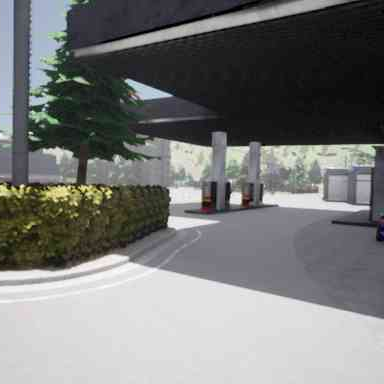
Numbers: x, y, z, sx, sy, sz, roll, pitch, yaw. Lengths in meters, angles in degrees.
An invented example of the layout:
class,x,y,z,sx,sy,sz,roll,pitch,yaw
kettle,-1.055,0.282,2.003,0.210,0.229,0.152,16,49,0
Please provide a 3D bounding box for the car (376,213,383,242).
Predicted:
class,x,y,z,sx,sy,sz,roll,pitch,yaw
car,9.939,1.425,15.400,2.242,1.667,4.611,3,2,35

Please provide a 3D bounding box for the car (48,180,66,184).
class,x,y,z,sx,sy,sz,roll,pitch,yaw
car,-27.247,-1.393,65.509,3.866,1.878,1.905,3,2,35

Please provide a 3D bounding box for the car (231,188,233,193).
class,x,y,z,sx,sy,sz,roll,pitch,yaw
car,6.167,-0.351,68.383,4.514,1.523,2.007,3,2,35

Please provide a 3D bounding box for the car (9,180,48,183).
class,x,y,z,sx,sy,sz,roll,pitch,yaw
car,-17.583,-0.267,35.303,3.866,1.878,1.905,3,2,35

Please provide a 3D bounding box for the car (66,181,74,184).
class,x,y,z,sx,sy,sz,roll,pitch,yaw
car,-25.919,-1.414,68.127,4.605,1.855,1.932,3,2,35

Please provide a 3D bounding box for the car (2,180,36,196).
class,x,y,z,sx,sy,sz,roll,pitch,yaw
car,-22.144,-0.573,42.502,4.605,1.855,1.932,3,2,35
